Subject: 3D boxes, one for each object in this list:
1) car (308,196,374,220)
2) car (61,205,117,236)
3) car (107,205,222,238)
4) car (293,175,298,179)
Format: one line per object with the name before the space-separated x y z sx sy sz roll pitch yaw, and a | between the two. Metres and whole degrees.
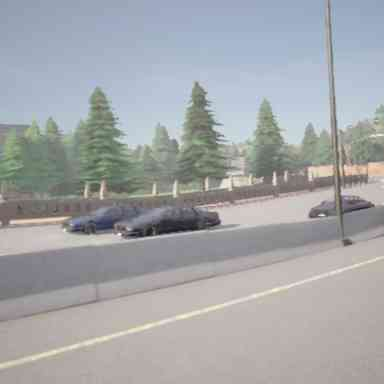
car | 8.373 0.914 18.560 4.181 1.385 1.994 -5 3 -35
car | -4.212 1.423 18.183 5.357 1.411 2.033 -2 1 -35
car | -1.026 1.377 16.158 5.357 1.411 2.033 -2 1 -35
car | 19.820 -3.293 70.893 2.150 2.045 5.566 -7 4 -35
